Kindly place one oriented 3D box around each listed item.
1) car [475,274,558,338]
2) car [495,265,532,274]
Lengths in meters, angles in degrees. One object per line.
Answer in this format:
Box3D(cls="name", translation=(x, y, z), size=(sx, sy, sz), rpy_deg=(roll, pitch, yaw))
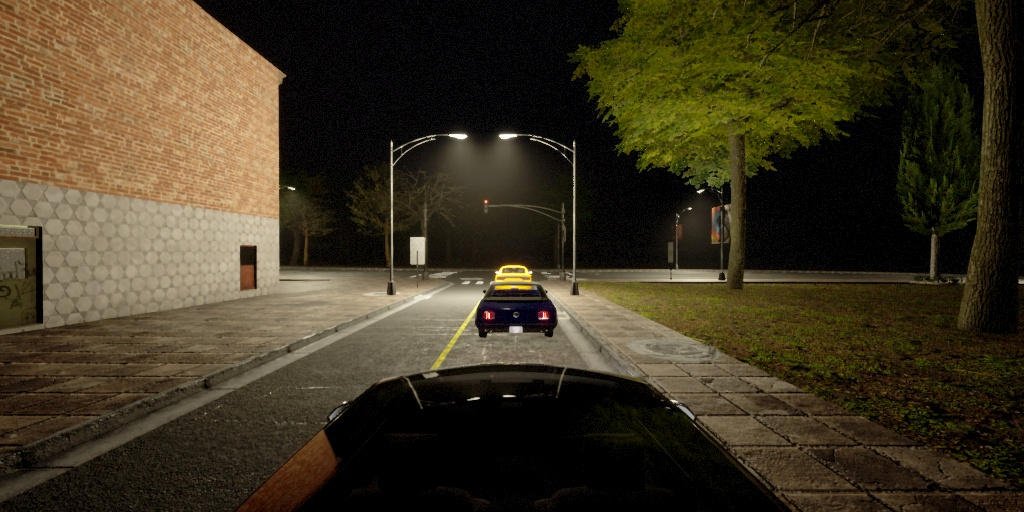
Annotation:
Box3D(cls="car", translation=(0.095, 1.356, 10.202), size=(1.895, 1.301, 4.718), rpy_deg=(0, 0, 0))
Box3D(cls="car", translation=(0.093, 1.255, 19.547), size=(1.882, 1.535, 5.008), rpy_deg=(0, 0, 1))
